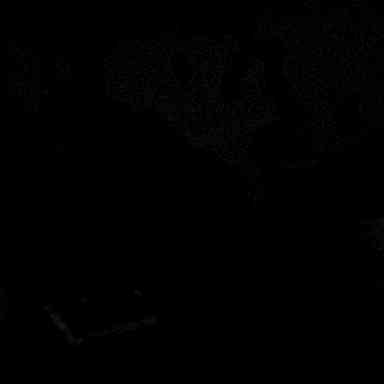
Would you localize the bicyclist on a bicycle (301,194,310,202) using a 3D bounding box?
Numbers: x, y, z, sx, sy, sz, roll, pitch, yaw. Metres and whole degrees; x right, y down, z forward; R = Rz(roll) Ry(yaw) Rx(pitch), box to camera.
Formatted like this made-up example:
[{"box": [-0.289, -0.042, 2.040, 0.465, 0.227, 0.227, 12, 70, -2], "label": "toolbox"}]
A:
[{"box": [11.000, 1.018, 32.093, 1.656, 1.620, 0.582, -1, 0, -35], "label": "bicyclist on a bicycle"}]
